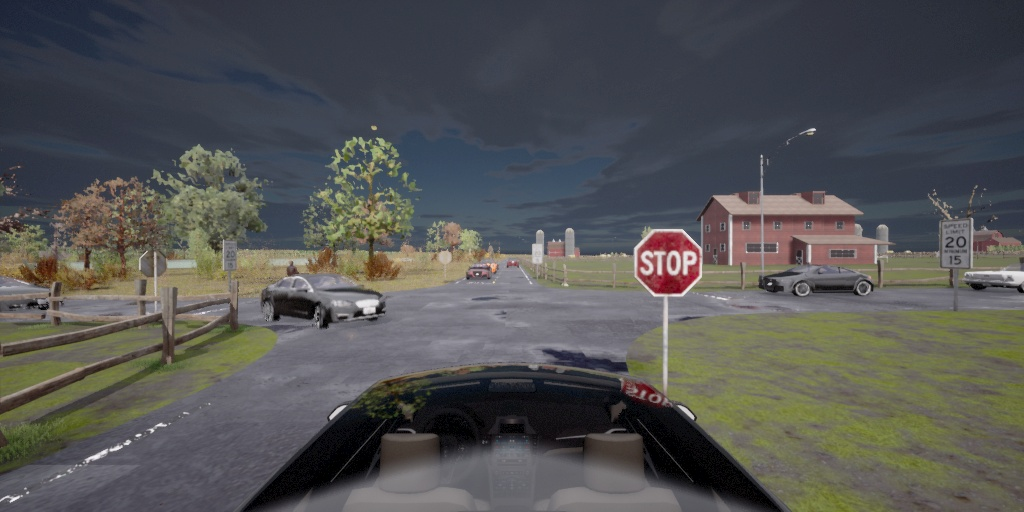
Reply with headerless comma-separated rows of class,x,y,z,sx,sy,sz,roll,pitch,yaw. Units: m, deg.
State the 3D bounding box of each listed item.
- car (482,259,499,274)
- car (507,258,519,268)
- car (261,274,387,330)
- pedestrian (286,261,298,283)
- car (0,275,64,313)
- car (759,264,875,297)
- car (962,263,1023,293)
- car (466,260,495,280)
car,-2.806,1.097,41.159,2.097,1.767,4.553,0,0,0
car,0.149,1.095,61.552,2.097,1.767,4.553,0,0,0
car,-5.993,1.313,11.264,4.902,1.511,2.128,-2,-2,33
pedestrian,-12.143,1.163,19.740,0.375,1.860,0.375,0,1,0
car,-20.493,1.518,13.874,4.902,1.511,2.128,-1,0,1
car,13.868,1.082,16.490,4.181,1.385,1.994,-1,0,1
car,23.937,0.971,16.407,4.718,1.301,1.895,-1,0,1
car,-2.816,1.310,31.404,1.994,1.385,4.181,0,0,1
